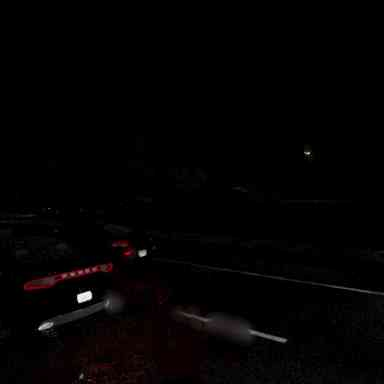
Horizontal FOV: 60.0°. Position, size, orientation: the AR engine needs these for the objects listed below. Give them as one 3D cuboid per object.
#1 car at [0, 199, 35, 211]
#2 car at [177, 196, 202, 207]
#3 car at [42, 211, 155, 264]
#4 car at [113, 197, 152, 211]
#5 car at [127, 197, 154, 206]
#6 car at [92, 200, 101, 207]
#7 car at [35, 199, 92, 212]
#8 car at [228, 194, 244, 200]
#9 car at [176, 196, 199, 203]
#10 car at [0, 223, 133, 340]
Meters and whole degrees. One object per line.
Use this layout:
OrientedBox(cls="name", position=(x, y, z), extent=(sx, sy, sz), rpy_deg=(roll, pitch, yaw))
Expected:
OrientedBox(cls="car", position=(-21.702, 1.596, 41.158), extent=(2.033, 1.411, 5.357), rpy_deg=(0, 0, 36))
OrientedBox(cls="car", position=(-0.207, 1.599, 52.768), extent=(1.994, 1.385, 4.181), rpy_deg=(0, 0, 36))
OrientedBox(cls="car", position=(-3.247, 1.536, 10.589), extent=(4.674, 1.442, 1.812), rpy_deg=(0, 0, 35))
OrientedBox(cls="car", position=(-7.810, 1.513, 42.374), extent=(1.882, 1.535, 5.008), rpy_deg=(0, 0, 36))
OrientedBox(cls="car", position=(-9.019, 1.573, 58.494), extent=(1.812, 1.442, 4.674), rpy_deg=(0, 0, 36))
OrientedBox(cls="car", position=(-15.941, 1.649, 49.042), extent=(1.895, 1.301, 4.718), rpy_deg=(0, 0, 36))
OrientedBox(cls="car", position=(-13.311, 1.541, 34.839), extent=(1.837, 1.490, 4.892), rpy_deg=(0, 0, 36))
OrientedBox(cls="car", position=(8.782, 1.150, 64.920), extent=(1.837, 1.490, 4.892), rpy_deg=(0, 0, 36))
OrientedBox(cls="car", position=(-0.899, 1.546, 69.467), extent=(2.033, 1.411, 5.357), rpy_deg=(0, 0, 36))
OrientedBox(cls="car", position=(-3.685, 1.486, 6.612), extent=(5.008, 1.535, 1.882), rpy_deg=(0, 0, 35))
